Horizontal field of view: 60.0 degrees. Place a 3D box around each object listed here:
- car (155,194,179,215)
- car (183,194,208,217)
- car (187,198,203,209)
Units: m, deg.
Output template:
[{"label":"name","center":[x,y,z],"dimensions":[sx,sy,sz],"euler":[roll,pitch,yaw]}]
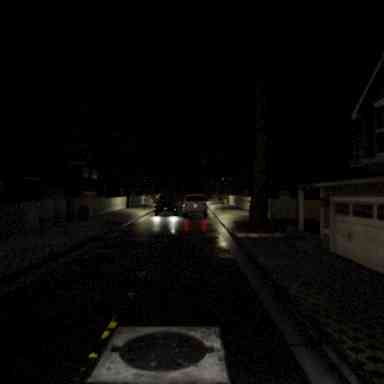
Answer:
[{"label":"car","center":[-2.461,1.211,33.947],"dimensions":[2.150,2.045,5.566],"euler":[0,0,1]},{"label":"car","center":[0.321,1.217,31.011],"dimensions":[2.150,2.045,5.566],"euler":[0,0,1]},{"label":"car","center":[0.456,1.550,45.902],"dimensions":[2.033,1.411,5.357],"euler":[0,0,1]}]
